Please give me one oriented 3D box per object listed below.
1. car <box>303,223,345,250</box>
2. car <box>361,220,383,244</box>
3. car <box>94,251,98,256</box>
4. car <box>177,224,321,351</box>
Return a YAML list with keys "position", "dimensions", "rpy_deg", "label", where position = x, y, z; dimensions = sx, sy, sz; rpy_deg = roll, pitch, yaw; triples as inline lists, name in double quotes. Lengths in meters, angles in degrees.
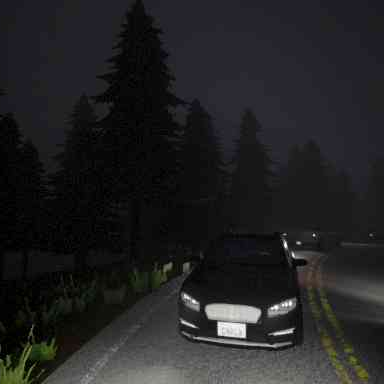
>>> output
- position: [6.545, 2.312, 17.767]
  dimensions: [1.895, 1.301, 4.718]
  rpy_deg: [-3, -6, 39]
  label: "car"
- position: [16.042, 3.247, 26.565]
  dimensions: [5.566, 2.045, 2.150]
  rpy_deg: [8, -8, -28]
  label: "car"
- position: [-20.219, 13.651, 73.015]
  dimensions: [4.181, 1.381, 1.994]
  rpy_deg: [-2, -5, 31]
  label: "car"
- position: [1.139, 1.562, 6.634]
  dimensions: [2.128, 1.511, 4.902]
  rpy_deg: [-1, -2, 15]
  label: "car"
